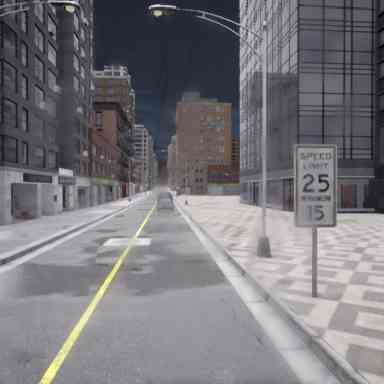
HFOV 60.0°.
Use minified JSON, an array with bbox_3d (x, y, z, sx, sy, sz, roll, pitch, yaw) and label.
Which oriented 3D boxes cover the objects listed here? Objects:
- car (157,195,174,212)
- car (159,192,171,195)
[{"bbox_3d":[-2.923,1.390,36.725,2.033,1.411,5.357,0,0,-5],"label":"car"},{"bbox_3d":[-3.827,0.981,47.362,2.150,2.045,5.566,0,1,-5],"label":"car"}]
